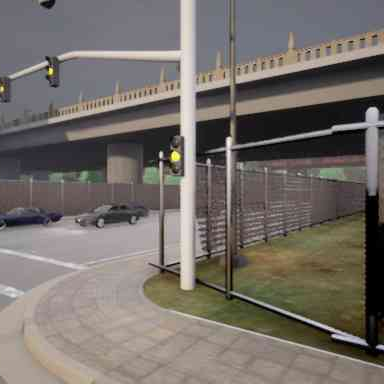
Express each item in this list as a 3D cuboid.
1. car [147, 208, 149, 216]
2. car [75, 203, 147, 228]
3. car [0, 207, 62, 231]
[{"bbox_3d":[-5.694,1.618,28.806,1.994,1.385,4.181,0,0,35],"label":"car"},{"bbox_3d":[-5.650,1.560,22.806,1.837,1.490,4.892,0,0,35],"label":"car"},{"bbox_3d":[-11.011,1.656,21.356,1.895,1.301,4.718,0,0,37],"label":"car"}]
